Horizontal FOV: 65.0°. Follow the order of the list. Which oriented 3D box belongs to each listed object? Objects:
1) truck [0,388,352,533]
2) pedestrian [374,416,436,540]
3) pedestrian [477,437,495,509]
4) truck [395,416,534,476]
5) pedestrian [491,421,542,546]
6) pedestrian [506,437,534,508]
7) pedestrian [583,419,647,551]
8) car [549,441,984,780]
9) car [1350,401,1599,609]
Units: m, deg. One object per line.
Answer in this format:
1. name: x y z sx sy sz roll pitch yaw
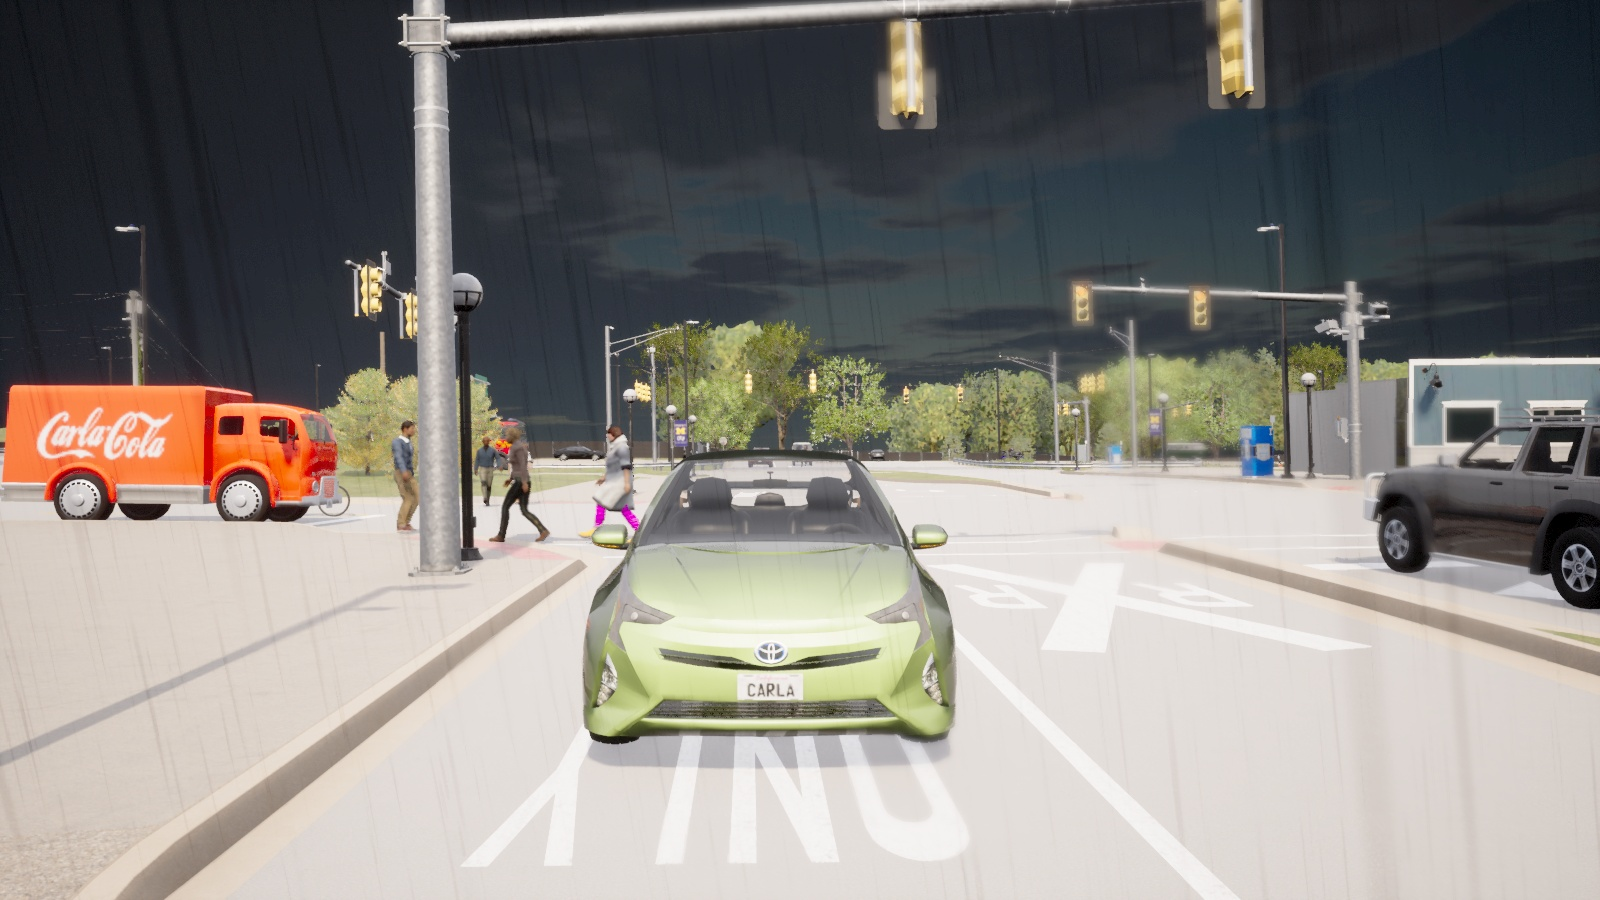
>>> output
1. truck: -11.177 0.198 22.731 5.204 2.467 2.627 0 -1 -2
2. pedestrian: -6.354 0.456 20.196 0.788 1.949 0.423 -2 -1 9
3. pedestrian: -8.074 0.591 32.300 0.370 1.835 0.726 -2 -1 -13
4. truck: -22.118 -0.239 83.073 8.468 3.827 2.891 0 -1 -3
5. pedestrian: -4.284 0.504 18.994 0.634 1.846 0.331 -2 -1 3
6. pedestrian: -7.899 0.635 35.438 0.659 1.952 0.873 -2 -1 -9
7. pedestrian: -2.806 0.523 19.090 0.873 1.952 0.659 -2 -1 -5
8. car: -0.205 0.725 8.079 2.007 1.525 4.514 0 1 -1
9. car: 7.885 0.437 13.016 1.932 1.855 4.605 -1 1 -7
